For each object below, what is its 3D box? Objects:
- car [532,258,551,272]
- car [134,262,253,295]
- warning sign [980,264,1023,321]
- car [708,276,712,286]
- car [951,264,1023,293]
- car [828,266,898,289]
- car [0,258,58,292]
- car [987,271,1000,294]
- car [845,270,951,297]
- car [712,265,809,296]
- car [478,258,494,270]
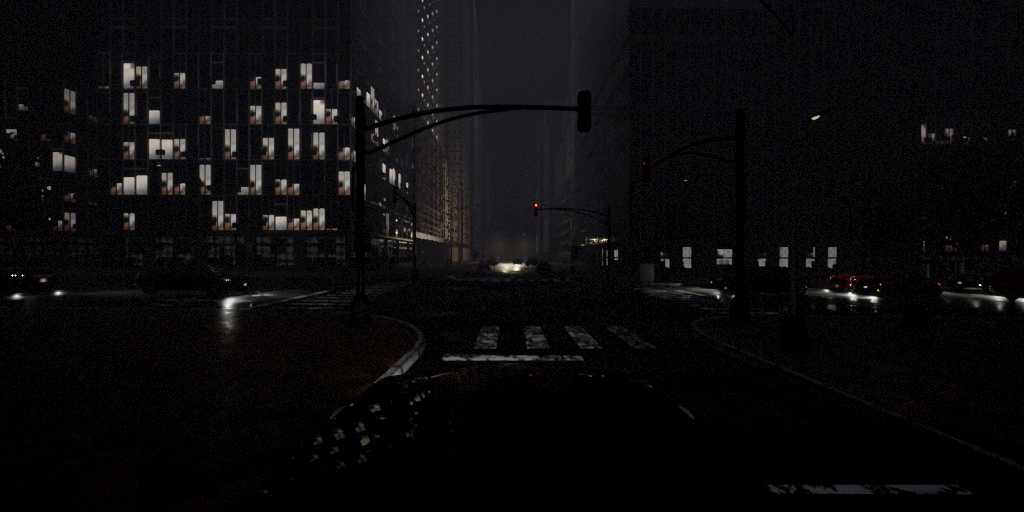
[{"bbox_3d":[3.950,1.328,46.198,1.948,1.339,4.313,0,0,0],"label":"car"},{"bbox_3d":[-14.942,1.026,16.919,4.674,1.442,1.812,1,0,-1],"label":"car"},{"bbox_3d":[17.281,1.204,12.389,1.060,1.860,1.300,0,0,-3],"label":"warning sign"},{"bbox_3d":[16.199,1.590,25.052,4.674,1.442,1.812,1,0,-3],"label":"car"},{"bbox_3d":[34.985,1.623,25.905,5.566,2.045,2.150,1,0,-2],"label":"car"},{"bbox_3d":[25.241,1.579,25.465,4.553,1.767,2.097,1,0,-3],"label":"car"},{"bbox_3d":[-24.157,0.822,16.496,4.902,1.511,2.128,1,0,-3],"label":"car"},{"bbox_3d":[34.036,1.933,22.614,5.357,1.411,2.033,1,0,-3],"label":"car"},{"bbox_3d":[23.737,1.765,22.147,4.181,1.385,1.994,1,0,-3],"label":"car"},{"bbox_3d":[15.151,1.399,21.751,4.553,1.767,2.097,1,0,-3],"label":"car"},{"bbox_3d":[-4.000,1.341,51.695,1.802,1.307,4.207,0,0,0],"label":"car"}]
